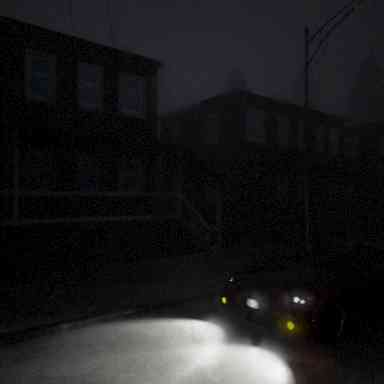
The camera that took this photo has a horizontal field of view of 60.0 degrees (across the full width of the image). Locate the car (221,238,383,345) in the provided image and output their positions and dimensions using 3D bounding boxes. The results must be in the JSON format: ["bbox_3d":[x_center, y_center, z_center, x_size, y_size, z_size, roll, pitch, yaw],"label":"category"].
[{"bbox_3d":[2.593,1.644,6.561,4.181,1.385,1.994,1,-1,-36],"label":"car"}]
